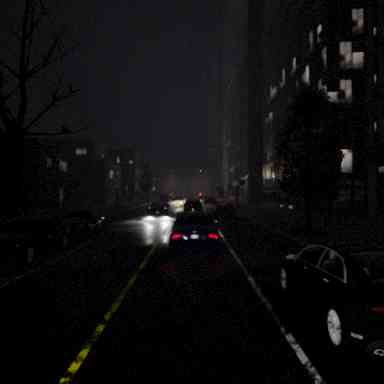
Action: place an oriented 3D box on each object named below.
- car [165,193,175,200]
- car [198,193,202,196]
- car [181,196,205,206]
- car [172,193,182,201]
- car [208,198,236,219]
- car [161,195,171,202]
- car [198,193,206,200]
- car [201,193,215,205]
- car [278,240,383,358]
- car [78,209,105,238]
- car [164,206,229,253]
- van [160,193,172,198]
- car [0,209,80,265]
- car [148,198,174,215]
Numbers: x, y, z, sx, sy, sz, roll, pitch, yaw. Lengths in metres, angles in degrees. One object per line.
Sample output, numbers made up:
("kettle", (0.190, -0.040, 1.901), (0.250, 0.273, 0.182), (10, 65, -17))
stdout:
("car", (-5.692, 1.122, 84.982), (2.192, 1.841, 5.009), (1, 0, 0))
("car", (2.686, 1.247, 84.928), (1.967, 1.590, 4.097), (1, 0, 0))
("car", (0.090, 1.425, 33.814), (1.837, 1.490, 4.892), (0, 0, 0))
("car", (-3.015, 1.386, 72.780), (1.895, 1.301, 4.718), (0, 0, 0))
("car", (2.696, 1.477, 28.487), (1.887, 1.381, 4.507), (1, 0, 0))
("car", (-5.694, 1.413, 73.695), (1.802, 1.307, 4.206), (1, 0, 0))
("car", (2.686, 1.109, 90.572), (2.192, 1.841, 5.009), (1, 0, 0))
("car", (2.990, 1.351, 54.440), (1.882, 1.535, 5.008), (0, 0, 0))
("car", (2.804, 1.536, 5.912), (2.008, 1.369, 4.403), (1, 0, 0))
("car", (-5.716, 1.541, 17.256), (1.802, 1.307, 4.206), (1, 0, 0))
("car", (0.092, 1.515, 13.447), (2.033, 1.411, 5.357), (0, 0, 0))
("van", (-5.689, 1.185, 68.049), (1.690, 1.788, 3.998), (1, 0, 0))
("car", (-5.749, 1.517, 11.611), (1.887, 1.381, 4.507), (1, 0, 0))
("car", (-3.106, 1.525, 32.253), (1.895, 1.301, 4.718), (0, 0, 0))
